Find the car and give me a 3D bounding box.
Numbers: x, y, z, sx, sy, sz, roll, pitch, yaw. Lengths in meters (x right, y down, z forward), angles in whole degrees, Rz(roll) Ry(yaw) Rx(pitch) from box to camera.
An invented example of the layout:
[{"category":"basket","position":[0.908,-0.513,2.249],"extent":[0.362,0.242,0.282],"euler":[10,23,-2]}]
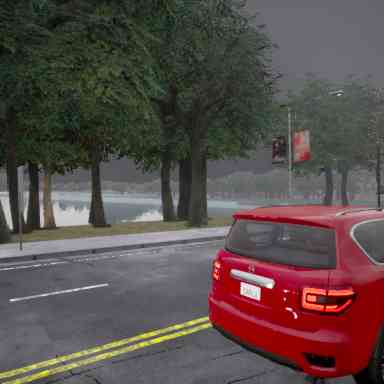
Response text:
[{"category":"car","position":[2.801,1.220,5.399],"extent":[5.566,2.045,2.150],"euler":[0,0,-37]}]
